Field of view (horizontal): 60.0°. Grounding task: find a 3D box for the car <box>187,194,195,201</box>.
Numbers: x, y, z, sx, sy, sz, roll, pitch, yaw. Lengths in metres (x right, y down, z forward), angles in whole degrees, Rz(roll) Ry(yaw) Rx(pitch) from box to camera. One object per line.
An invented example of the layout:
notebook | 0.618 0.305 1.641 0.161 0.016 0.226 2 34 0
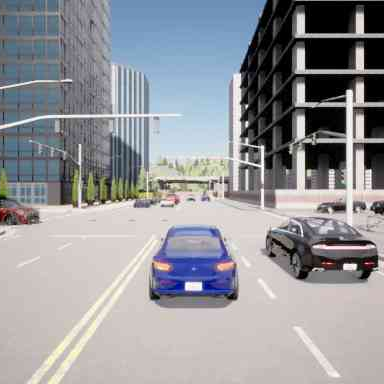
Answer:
car | -0.169 1.339 86.913 2.097 1.767 4.553 0 0 0

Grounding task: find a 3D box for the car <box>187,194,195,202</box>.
car | -0.152 1.593 78.210 1.895 1.301 4.718 0 0 0

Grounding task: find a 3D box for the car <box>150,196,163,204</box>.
car | -7.148 1.548 67.743 2.033 1.411 5.357 0 0 0

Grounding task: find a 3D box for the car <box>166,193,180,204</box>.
car | -3.692 1.221 60.085 2.150 2.045 5.566 0 0 0

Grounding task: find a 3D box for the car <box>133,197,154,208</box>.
car | -7.189 1.564 48.183 1.994 1.385 4.181 0 0 0

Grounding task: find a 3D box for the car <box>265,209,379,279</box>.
car | 3.560 1.492 9.996 2.128 1.511 4.902 0 0 -1

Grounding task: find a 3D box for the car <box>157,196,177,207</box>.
car | -3.694 1.601 50.311 1.895 1.301 4.718 0 0 0

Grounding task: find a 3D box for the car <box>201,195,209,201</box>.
car | 3.331 1.483 86.949 1.837 1.490 4.892 0 0 0

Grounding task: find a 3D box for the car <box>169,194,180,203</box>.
car | -3.636 1.355 70.075 2.097 1.767 4.553 0 0 0

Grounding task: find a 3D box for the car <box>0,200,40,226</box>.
car | -12.713 1.306 22.612 4.553 1.767 2.097 0 0 12

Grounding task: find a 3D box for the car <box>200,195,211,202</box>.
car | 3.349 1.522 77.874 1.812 1.442 4.674 0 0 0

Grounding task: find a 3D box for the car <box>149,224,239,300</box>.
car | 0.044 1.526 8.273 1.812 1.442 4.674 0 0 0

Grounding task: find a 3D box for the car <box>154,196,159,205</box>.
car | -7.197 1.601 56.943 1.895 1.301 4.718 0 0 0

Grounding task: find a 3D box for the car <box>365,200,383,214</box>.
car | 19.762 1.166 31.100 5.566 2.045 2.150 0 0 0

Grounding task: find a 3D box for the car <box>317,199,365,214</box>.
car | 15.516 1.436 34.589 4.902 1.511 2.128 0 0 0
